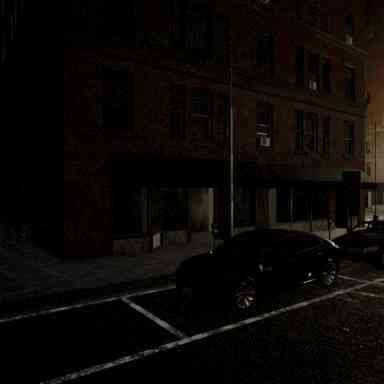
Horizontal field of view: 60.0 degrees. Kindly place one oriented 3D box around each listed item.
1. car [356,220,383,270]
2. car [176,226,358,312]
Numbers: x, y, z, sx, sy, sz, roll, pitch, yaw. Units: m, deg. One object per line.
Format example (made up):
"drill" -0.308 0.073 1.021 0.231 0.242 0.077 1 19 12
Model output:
"car" 6.173 1.582 10.894 4.206 1.307 1.802 0 0 -35
"car" 1.683 1.566 7.714 4.313 1.339 1.947 0 0 -35
